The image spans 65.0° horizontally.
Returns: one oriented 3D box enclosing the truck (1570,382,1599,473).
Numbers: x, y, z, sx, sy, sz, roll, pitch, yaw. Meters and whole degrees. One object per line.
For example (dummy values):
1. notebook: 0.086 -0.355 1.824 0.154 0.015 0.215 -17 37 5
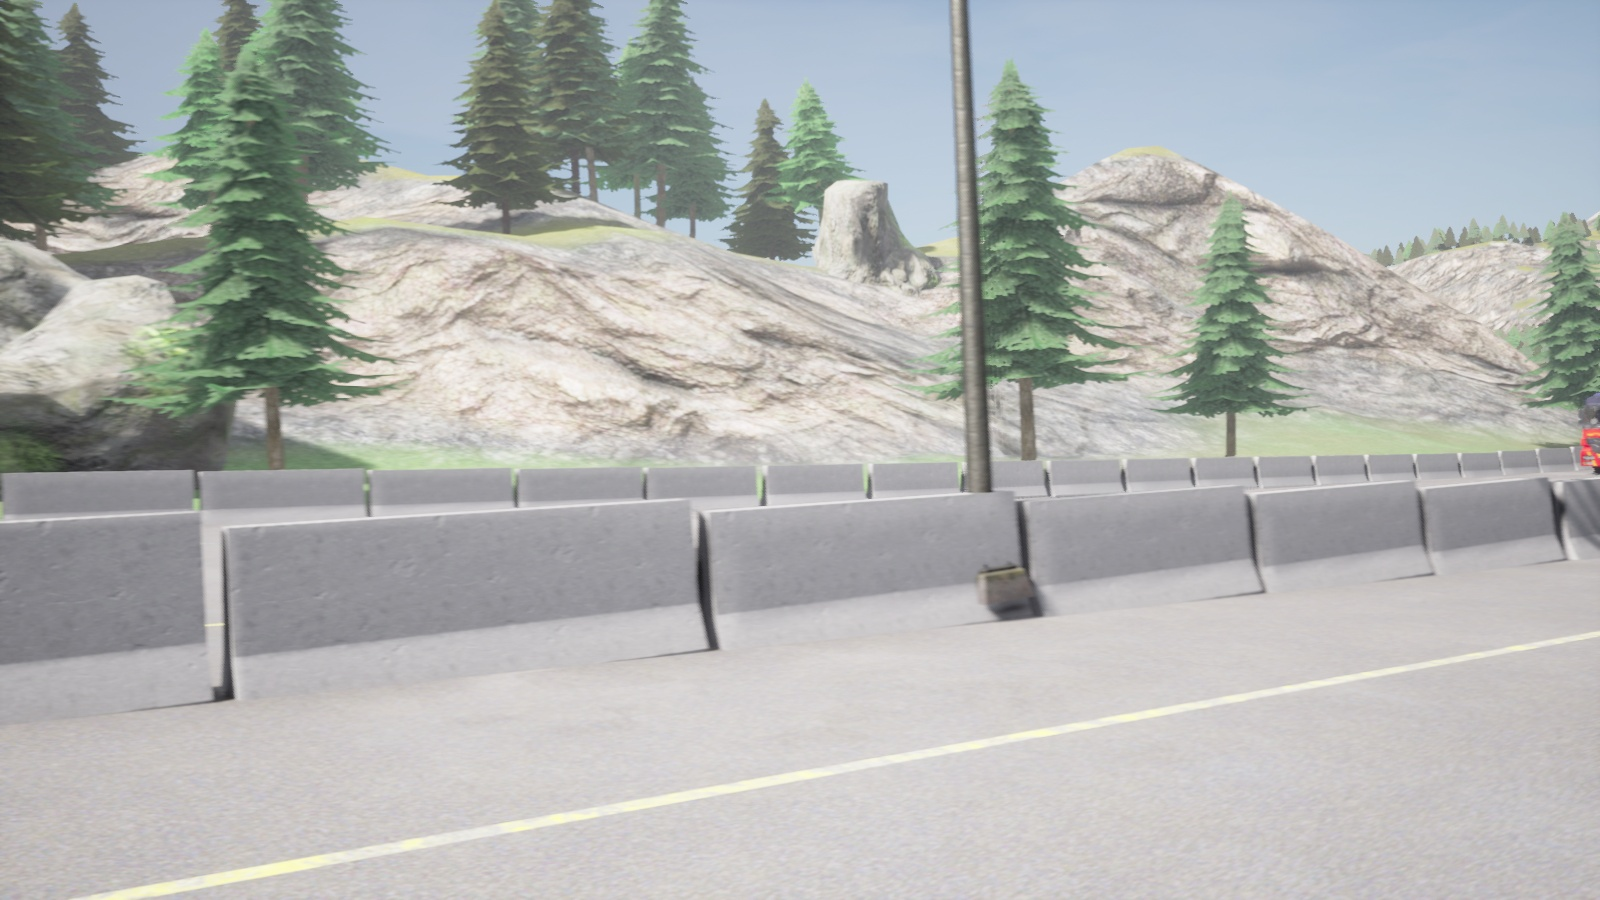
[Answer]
1. truck: 37.501 -1.050 55.355 8.468 3.827 2.891 -2 1 -35
